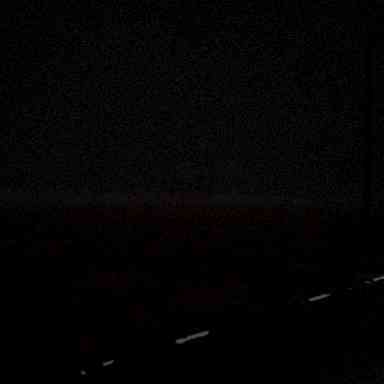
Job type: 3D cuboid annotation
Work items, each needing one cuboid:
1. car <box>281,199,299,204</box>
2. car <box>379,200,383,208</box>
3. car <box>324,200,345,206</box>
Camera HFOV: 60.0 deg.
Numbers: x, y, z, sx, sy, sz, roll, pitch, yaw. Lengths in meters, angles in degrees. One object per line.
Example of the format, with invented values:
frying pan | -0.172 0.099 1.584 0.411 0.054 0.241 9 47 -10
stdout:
car | 26.908 2.520 91.230 1.895 1.301 4.718 4 -2 -35
car | 32.372 2.033 54.451 1.837 1.490 4.892 3 -1 6
car | 32.904 2.467 77.193 1.895 1.301 4.718 3 -1 -21
